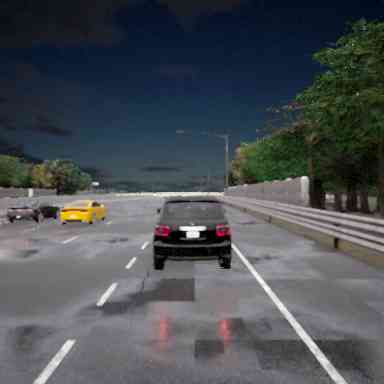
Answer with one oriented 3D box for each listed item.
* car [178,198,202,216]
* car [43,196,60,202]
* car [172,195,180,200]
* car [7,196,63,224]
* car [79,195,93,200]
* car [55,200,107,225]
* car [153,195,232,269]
[{"bbox_3d":[-0.209,1.278,29.908,1.994,1.385,4.181,0,0,-1],"label":"car"},{"bbox_3d":[-32.313,1.525,76.779,1.895,1.301,4.718,0,0,-1],"label":"car"},{"bbox_3d":[-4.475,1.558,92.093,1.895,1.301,4.718,0,0,-1],"label":"car"},{"bbox_3d":[-10.633,1.303,22.766,2.128,1.511,4.902,0,1,-1],"label":"car"},{"bbox_3d":[-25.347,1.267,79.895,1.895,1.301,4.718,0,0,-1],"label":"car"},{"bbox_3d":[-7.127,1.280,22.338,1.882,1.535,5.008,0,1,-1],"label":"car"},{"bbox_3d":[-0.007,1.117,10.937,2.150,2.045,5.566,0,1,-1],"label":"car"}]
